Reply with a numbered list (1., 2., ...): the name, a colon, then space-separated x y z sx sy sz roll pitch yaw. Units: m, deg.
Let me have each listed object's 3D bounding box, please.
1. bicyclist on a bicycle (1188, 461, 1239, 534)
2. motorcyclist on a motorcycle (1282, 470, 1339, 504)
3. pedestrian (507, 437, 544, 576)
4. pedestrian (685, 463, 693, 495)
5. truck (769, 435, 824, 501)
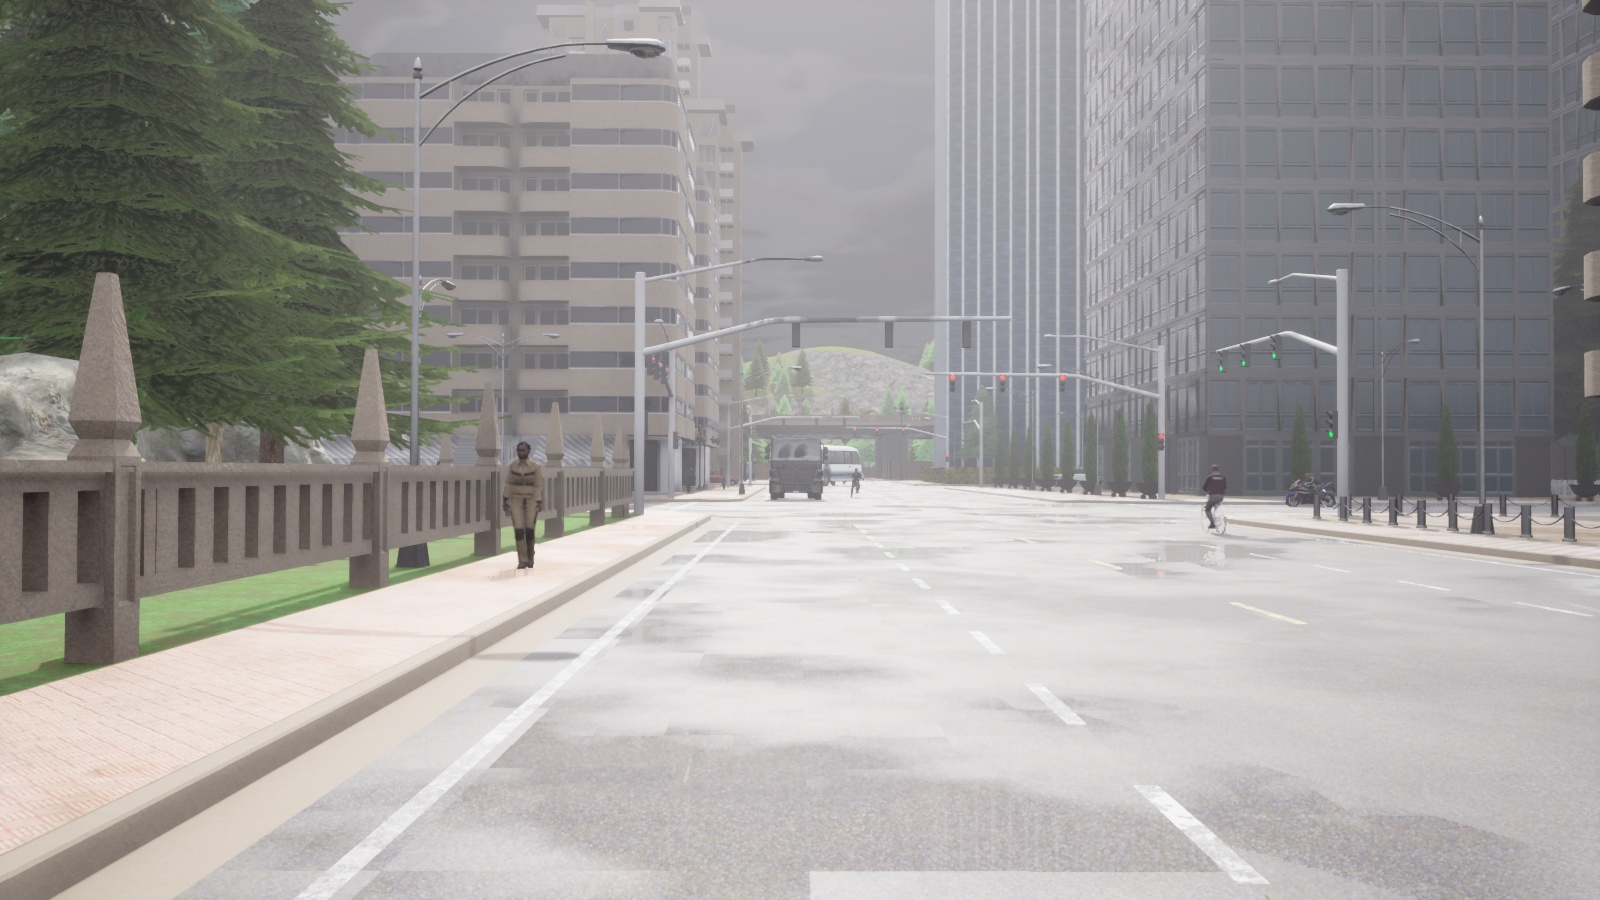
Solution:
1. bicyclist on a bicycle: 10.409 1.174 31.692 0.659 1.776 1.843 0 -1 0
2. motorcyclist on a motorcycle: 22.751 1.641 55.963 2.191 1.530 0.866 0 -1 0
3. pedestrian: -3.892 0.787 17.811 0.396 1.930 0.692 0 -1 -2
4. pedestrian: -6.731 1.777 76.236 0.423 1.949 0.788 0 -1 0
5. truck: -0.204 1.010 70.268 2.891 3.462 7.936 0 -1 0
